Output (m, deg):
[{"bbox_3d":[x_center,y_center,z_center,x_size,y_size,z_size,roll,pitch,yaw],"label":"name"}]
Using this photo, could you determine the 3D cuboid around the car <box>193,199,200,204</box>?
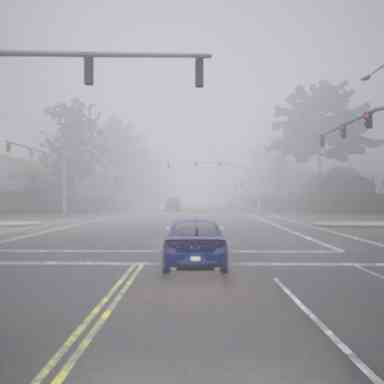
[{"bbox_3d":[1.200,2.695,94.409,1.994,1.385,4.181,0,-1,0],"label":"car"}]

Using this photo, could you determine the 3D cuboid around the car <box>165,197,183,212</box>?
[{"bbox_3d":[-2.821,1.829,49.740,2.150,2.045,5.566,0,-1,-2],"label":"car"}]

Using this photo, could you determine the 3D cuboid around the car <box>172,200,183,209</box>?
[{"bbox_3d":[-2.629,2.281,61.902,1.812,1.442,4.674,0,-1,1],"label":"car"}]

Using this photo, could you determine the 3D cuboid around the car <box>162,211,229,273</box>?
[{"bbox_3d":[0.103,1.615,11.173,1.882,1.535,5.008,0,-1,0],"label":"car"}]
